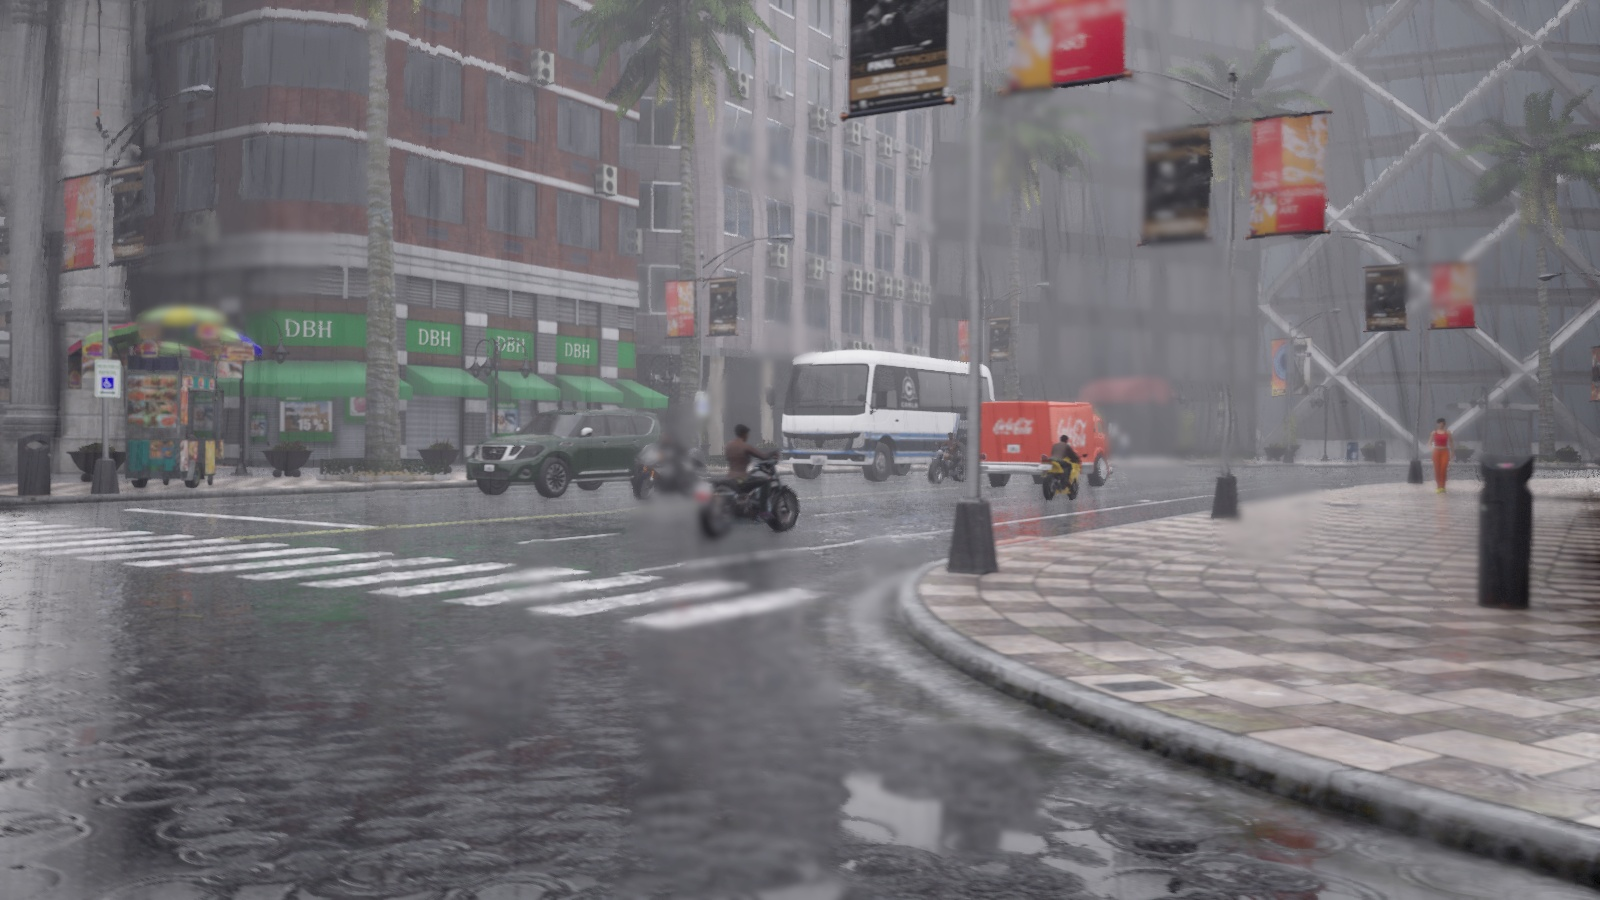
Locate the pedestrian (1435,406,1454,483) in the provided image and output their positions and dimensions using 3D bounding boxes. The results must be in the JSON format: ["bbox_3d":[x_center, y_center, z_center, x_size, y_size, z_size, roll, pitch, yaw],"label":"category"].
[{"bbox_3d":[15.570,-0.130,30.338,0.345,1.836,0.594,0,1,32],"label":"pedestrian"}]

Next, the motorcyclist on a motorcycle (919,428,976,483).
[{"bbox_3d":[4.587,0.153,38.996,0.766,1.649,2.350,0,1,33],"label":"motorcyclist on a motorcycle"}]

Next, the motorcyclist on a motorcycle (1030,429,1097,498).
[{"bbox_3d":[6.001,0.301,28.510,0.797,1.523,2.044,0,0,34],"label":"motorcyclist on a motorcycle"}]

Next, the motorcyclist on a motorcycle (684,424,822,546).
[{"bbox_3d":[-0.628,0.462,18.072,0.766,1.649,2.350,0,0,33],"label":"motorcyclist on a motorcycle"}]

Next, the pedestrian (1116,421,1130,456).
[{"bbox_3d":[16.907,-0.586,65.747,0.706,1.836,0.354,-1,1,-33],"label":"pedestrian"}]

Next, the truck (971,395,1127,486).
[{"bbox_3d":[7.415,-0.287,36.946,2.627,2.467,5.204,0,1,35],"label":"truck"}]

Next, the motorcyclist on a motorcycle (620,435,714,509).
[{"bbox_3d":[-2.888,0.447,27.587,0.866,1.530,2.191,0,1,32],"label":"motorcyclist on a motorcycle"}]

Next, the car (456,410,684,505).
[{"bbox_3d":[-5.360,0.121,30.146,2.150,2.045,5.566,0,1,32],"label":"car"}]

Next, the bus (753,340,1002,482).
[{"bbox_3d":[2.974,-1.209,42.949,3.944,4.253,10.273,0,1,33],"label":"bus"}]
